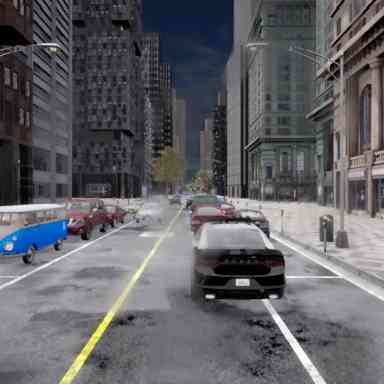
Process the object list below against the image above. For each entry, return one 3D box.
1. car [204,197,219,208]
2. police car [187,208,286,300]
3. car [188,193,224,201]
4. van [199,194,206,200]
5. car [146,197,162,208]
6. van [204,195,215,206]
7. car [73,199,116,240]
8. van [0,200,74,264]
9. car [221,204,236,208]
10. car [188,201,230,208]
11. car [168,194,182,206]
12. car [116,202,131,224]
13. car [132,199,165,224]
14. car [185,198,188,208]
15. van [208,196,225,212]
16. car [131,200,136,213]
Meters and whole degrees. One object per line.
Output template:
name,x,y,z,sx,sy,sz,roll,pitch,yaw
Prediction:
car,2.898,1.550,50.150,1.887,1.381,4.507,0,0,0
police car,0.920,1.426,8.578,1.930,1.638,5.238,0,0,0
car,0.958,1.226,24.499,2.150,2.045,5.566,0,0,0
van,2.990,1.375,93.660,1.690,1.788,3.998,0,0,0
car,-5.657,1.550,50.189,1.887,1.381,4.507,0,0,0
van,2.913,1.348,55.675,1.690,1.788,3.998,0,0,0
car,-5.728,1.316,17.036,2.192,1.841,5.009,0,0,0
van,-5.740,1.342,11.511,1.690,1.788,3.998,0,0,0
car,2.813,1.552,17.000,2.008,1.369,4.403,0,0,0
car,0.871,1.479,18.458,1.882,1.535,5.008,0,0,-1
car,-2.864,1.555,57.187,2.033,1.411,5.357,0,0,0
car,-5.717,1.546,22.562,1.887,1.381,4.507,0,0,0
car,-3.028,1.527,24.905,1.812,1.442,4.674,0,0,0
car,0.143,1.509,47.417,1.837,1.490,4.892,0,0,1
van,2.871,1.344,39.101,1.690,1.788,3.998,0,0,0
car,-5.693,1.528,33.443,1.752,1.417,4.829,0,0,0
